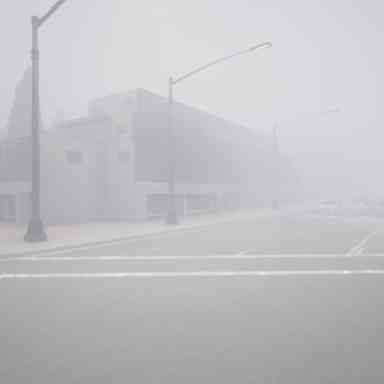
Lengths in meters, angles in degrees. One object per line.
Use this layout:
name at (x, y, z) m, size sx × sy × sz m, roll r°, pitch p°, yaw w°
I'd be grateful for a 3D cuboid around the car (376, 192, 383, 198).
car at (26.753, 0.982, 45.247) m, size 1.882 × 1.535 × 5.008 m, roll -1°, pitch 1°, yaw 35°

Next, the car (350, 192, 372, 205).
car at (23.616, 1.054, 46.869) m, size 1.837 × 1.490 × 4.892 m, roll -1°, pitch 1°, yaw 35°

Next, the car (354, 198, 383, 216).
car at (16.893, 1.506, 31.173) m, size 1.895 × 1.301 × 4.718 m, roll -1°, pitch 1°, yaw 35°

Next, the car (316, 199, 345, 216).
car at (13.629, 1.479, 32.612) m, size 1.812 × 1.442 × 4.674 m, roll -1°, pitch 0°, yaw 35°

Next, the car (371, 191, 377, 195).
car at (32.867, 0.589, 59.935) m, size 1.812 × 1.442 × 4.674 m, roll -1°, pitch -1°, yaw 35°
